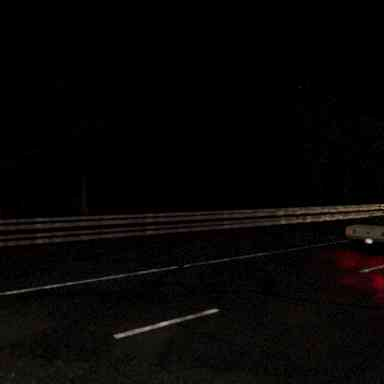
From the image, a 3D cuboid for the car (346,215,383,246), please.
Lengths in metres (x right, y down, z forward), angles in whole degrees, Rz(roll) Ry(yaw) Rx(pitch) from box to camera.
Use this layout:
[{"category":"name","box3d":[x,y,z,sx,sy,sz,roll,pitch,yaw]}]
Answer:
[{"category":"car","box3d":[8.705,1.633,14.242,4.718,1.301,1.895,0,0,-35]}]
